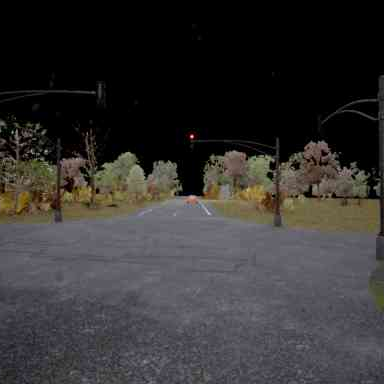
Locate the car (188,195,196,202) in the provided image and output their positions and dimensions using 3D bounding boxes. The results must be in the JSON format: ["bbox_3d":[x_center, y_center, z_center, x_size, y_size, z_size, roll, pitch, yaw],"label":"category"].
[{"bbox_3d":[0.070,1.449,78.060,1.812,1.442,4.674,0,0,0],"label":"car"}]

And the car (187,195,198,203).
[{"bbox_3d":[0.061,1.424,68.025,2.097,1.767,4.553,0,0,0],"label":"car"}]
